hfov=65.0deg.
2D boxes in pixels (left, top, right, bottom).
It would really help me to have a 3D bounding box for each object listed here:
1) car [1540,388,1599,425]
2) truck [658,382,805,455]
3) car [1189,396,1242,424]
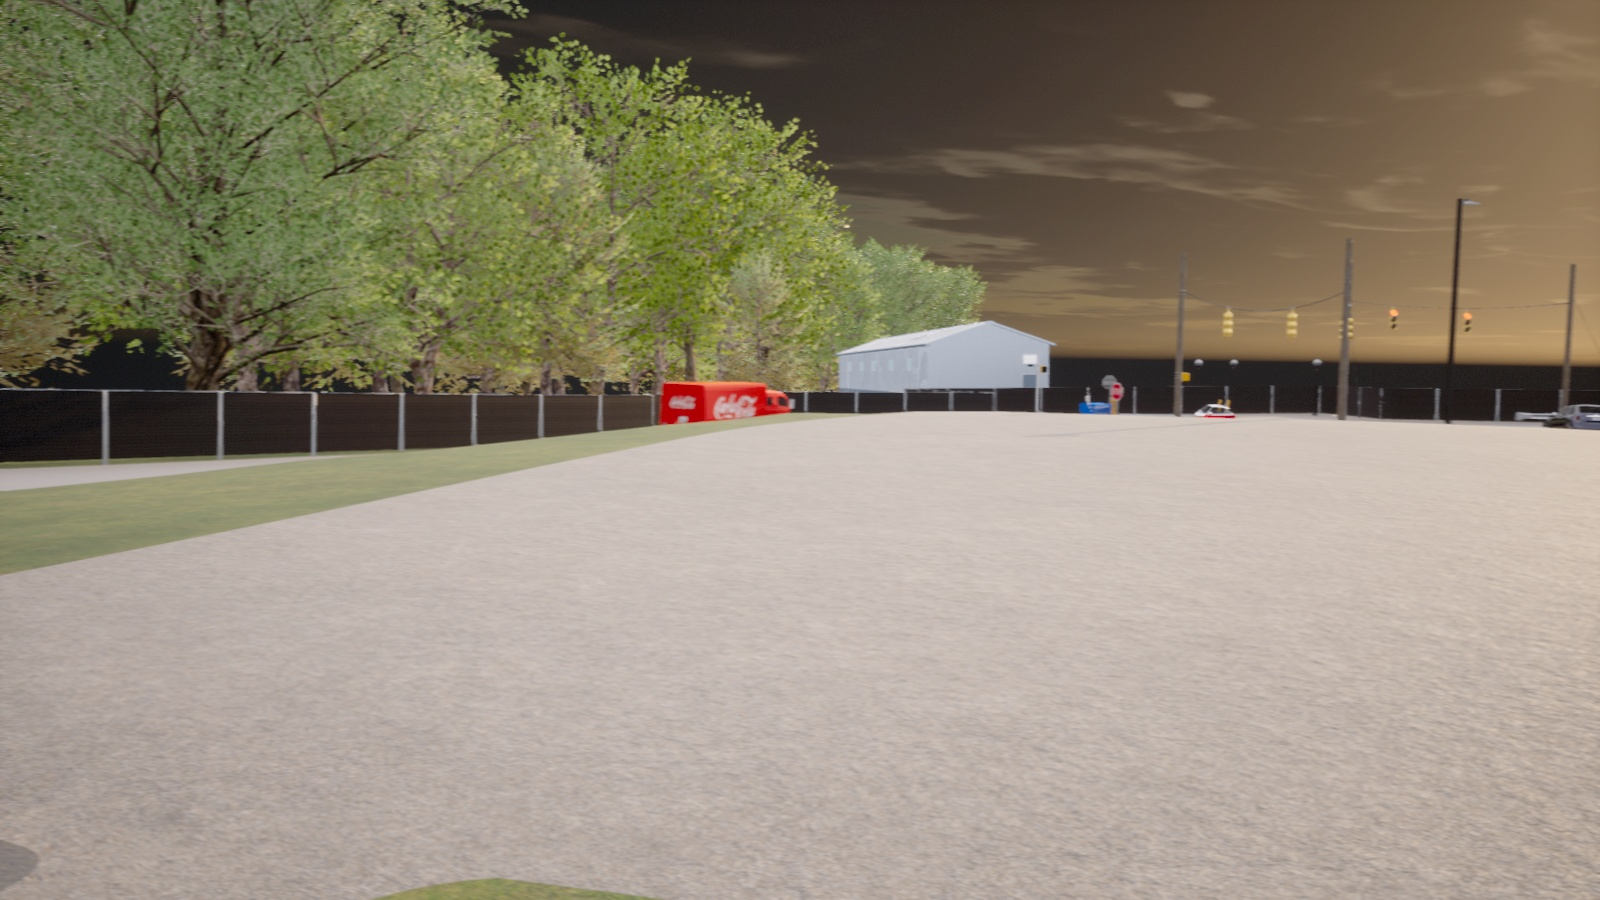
[{"bbox_3d":[33.866,-1.849,54.399,1.970,1.475,3.806,1,0,12],"label":"car"},{"bbox_3d":[-2.474,-1.254,46.613,2.627,2.467,5.204,3,5,39],"label":"truck"},{"bbox_3d":[21.878,-2.123,66.179,2.207,1.376,1.481,0,6,-5],"label":"car"}]
